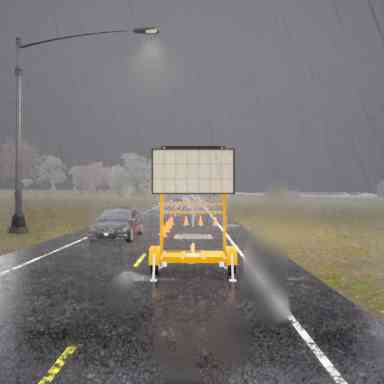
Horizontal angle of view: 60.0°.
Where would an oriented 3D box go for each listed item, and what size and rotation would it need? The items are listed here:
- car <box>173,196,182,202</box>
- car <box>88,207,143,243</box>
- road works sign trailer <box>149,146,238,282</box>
[{"bbox_3d":[-3.227,1.568,75.105,1.994,1.385,4.181,0,0,0],"label":"car"},{"bbox_3d":[-3.543,1.506,16.180,1.837,1.490,4.892,0,0,0],"label":"car"},{"bbox_3d":[0.034,0.465,9.769,2.380,3.560,2.880,0,0,0],"label":"road works sign trailer"}]
